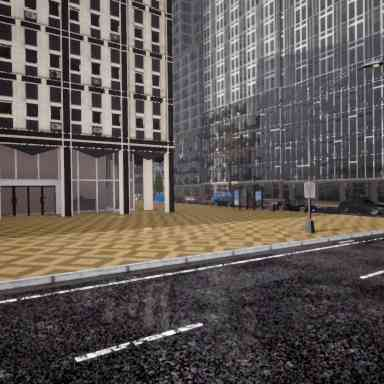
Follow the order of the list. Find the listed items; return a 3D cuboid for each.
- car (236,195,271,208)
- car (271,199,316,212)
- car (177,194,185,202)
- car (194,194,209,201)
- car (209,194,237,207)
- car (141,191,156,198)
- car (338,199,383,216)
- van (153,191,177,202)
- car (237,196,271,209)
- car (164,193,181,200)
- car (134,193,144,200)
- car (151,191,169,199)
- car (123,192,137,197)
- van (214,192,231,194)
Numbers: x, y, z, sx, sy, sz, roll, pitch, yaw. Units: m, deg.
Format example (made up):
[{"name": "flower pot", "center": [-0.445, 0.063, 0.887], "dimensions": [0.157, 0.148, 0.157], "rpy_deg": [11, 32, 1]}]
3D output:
[{"name": "car", "center": [8.072, 1.257, 44.364], "dimensions": [1.812, 1.442, 4.674], "rpy_deg": [-1, 2, -34]}, {"name": "car", "center": [10.995, 1.424, 35.234], "dimensions": [1.947, 1.339, 4.313], "rpy_deg": [0, 1, -34]}, {"name": "car", "center": [-3.099, 1.023, 60.947], "dimensions": [1.882, 1.535, 5.008], "rpy_deg": [-1, 1, -34]}, {"name": "car", "center": [2.066, 1.043, 63.521], "dimensions": [1.802, 1.307, 4.206], "rpy_deg": [0, 1, -34]}, {"name": "car", "center": [4.670, 1.319, 44.680], "dimensions": [1.947, 1.339, 4.313], "rpy_deg": [0, 1, -34]}, {"name": "car", "center": [-10.710, 0.686, 82.324], "dimensions": [1.967, 1.590, 4.097], "rpy_deg": [0, 1, -34]}, {"name": "car", "center": [16.468, 1.392, 32.012], "dimensions": [1.812, 1.442, 4.674], "rpy_deg": [-1, 1, -34]}, {"name": "van", "center": [-4.866, 0.937, 58.811], "dimensions": [1.690, 1.788, 3.998], "rpy_deg": [0, 1, -34]}, {"name": "car", "center": [7.815, 1.388, 39.947], "dimensions": [1.802, 1.307, 4.206], "rpy_deg": [0, 1, -34]}, {"name": "car", "center": [-4.322, 0.936, 72.924], "dimensions": [1.802, 1.307, 4.206], "rpy_deg": [0, 1, -34]}, {"name": "car", "center": [-11.254, 1.039, 68.216], "dimensions": [2.008, 1.369, 4.403], "rpy_deg": [0, 1, -34]}, {"name": "car", "center": [-7.516, 0.615, 77.622], "dimensions": [2.192, 1.841, 5.009], "rpy_deg": [0, 1, -34]}, {"name": "car", "center": [-17.097, 0.688, 91.728], "dimensions": [2.008, 1.369, 4.403], "rpy_deg": [0, 1, -34]}, {"name": "van", "center": [5.259, 0.855, 58.816], "dimensions": [1.690, 1.788, 3.998], "rpy_deg": [0, 1, -34]}]
